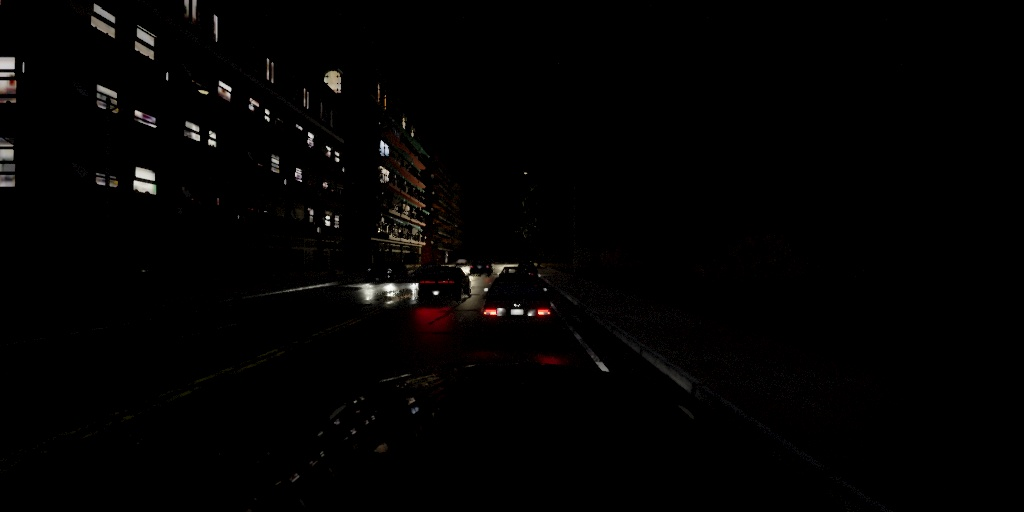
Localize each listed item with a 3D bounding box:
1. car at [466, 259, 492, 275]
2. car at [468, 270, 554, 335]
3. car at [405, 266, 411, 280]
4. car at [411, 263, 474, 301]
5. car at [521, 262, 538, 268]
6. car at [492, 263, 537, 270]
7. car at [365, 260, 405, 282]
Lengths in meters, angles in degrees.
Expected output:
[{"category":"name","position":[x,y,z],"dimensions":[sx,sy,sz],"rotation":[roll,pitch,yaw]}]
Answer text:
[{"category":"car","position":[-3.120,1.104,36.649],"dimensions":[2.097,1.767,4.553],"rotation":[0,0,0]},{"category":"car","position":[0.111,1.299,10.513],"dimensions":[2.033,1.411,5.357],"rotation":[0,0,0]},{"category":"car","position":[-6.572,1.301,28.743],"dimensions":[2.033,1.411,5.357],"rotation":[0,0,0]},{"category":"car","position":[-3.135,1.257,17.201],"dimensions":[1.837,1.490,4.892],"rotation":[0,0,0]},{"category":"car","position":[1.167,1.259,30.642],"dimensions":[1.837,1.490,4.892],"rotation":[0,0,0]},{"category":"car","position":[0.119,1.300,20.875],"dimensions":[2.033,1.411,5.357],"rotation":[0,0,0]},{"category":"car","position":[-9.824,1.105,28.370],"dimensions":[2.097,1.767,4.553],"rotation":[0,0,0]}]
